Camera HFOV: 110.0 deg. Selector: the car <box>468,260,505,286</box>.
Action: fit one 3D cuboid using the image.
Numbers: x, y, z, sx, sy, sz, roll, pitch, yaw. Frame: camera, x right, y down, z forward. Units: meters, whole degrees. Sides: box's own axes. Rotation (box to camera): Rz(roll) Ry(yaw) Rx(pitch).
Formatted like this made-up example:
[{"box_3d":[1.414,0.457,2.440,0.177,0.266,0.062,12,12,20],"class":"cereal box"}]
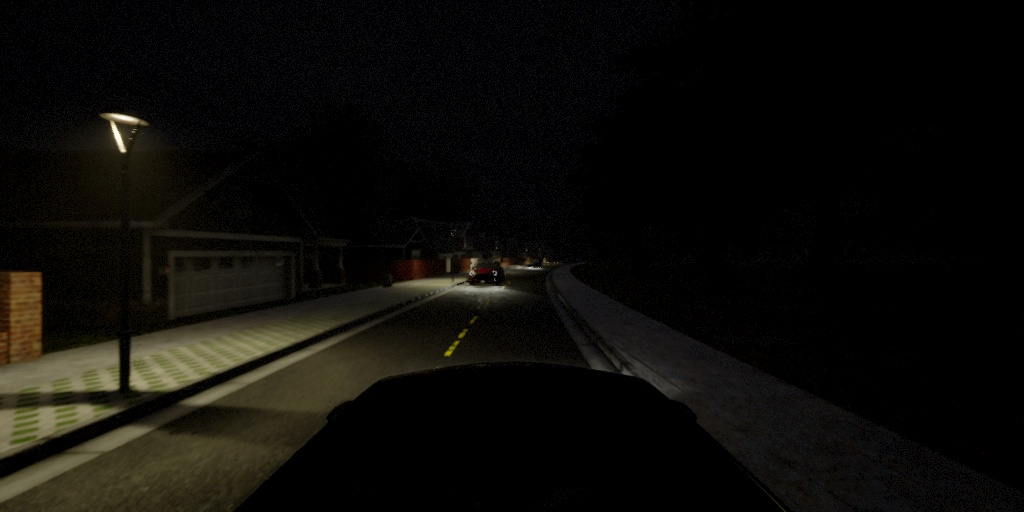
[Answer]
[{"box_3d":[-1.763,1.134,26.017,2.097,1.767,4.553,0,0,5],"class":"car"}]
